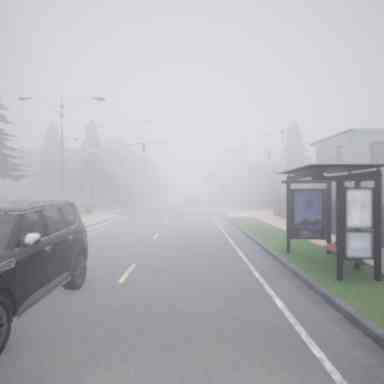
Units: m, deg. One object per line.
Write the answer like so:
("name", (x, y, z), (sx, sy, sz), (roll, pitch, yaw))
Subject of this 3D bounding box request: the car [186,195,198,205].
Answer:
("car", (-0.061, 1.247, 52.779), (2.128, 1.511, 4.902), (0, 0, 0))

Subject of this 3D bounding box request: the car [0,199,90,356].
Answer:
("car", (-3.599, 1.193, 6.036), (2.150, 2.045, 5.566), (0, 0, 0))
